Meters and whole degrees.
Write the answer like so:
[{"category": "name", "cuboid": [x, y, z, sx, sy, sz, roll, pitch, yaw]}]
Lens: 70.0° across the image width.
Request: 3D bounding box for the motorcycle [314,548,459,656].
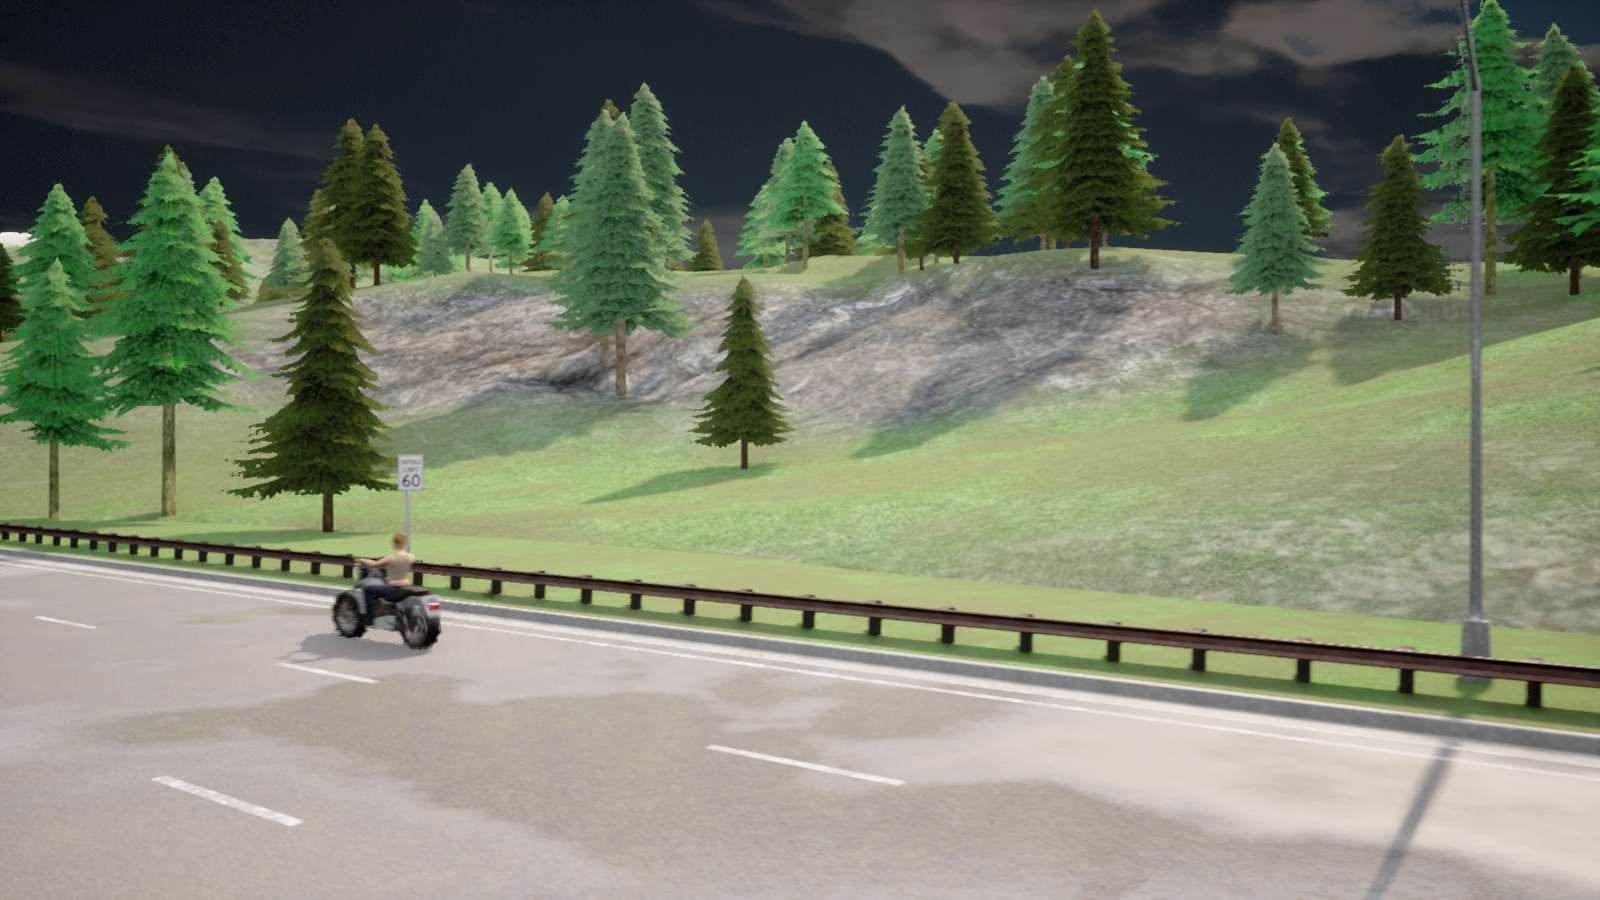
[{"category": "motorcycle", "cuboid": [-6.017, 2.156, 16.567, 2.356, 1.307, 0.764, 0, 0, 35]}]
